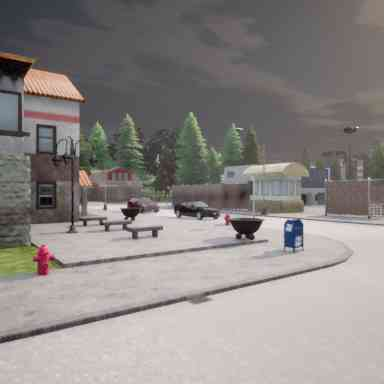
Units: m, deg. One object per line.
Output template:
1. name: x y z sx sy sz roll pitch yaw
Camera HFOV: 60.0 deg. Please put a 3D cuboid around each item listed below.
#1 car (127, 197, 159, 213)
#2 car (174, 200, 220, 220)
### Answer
1. car: -5.407 1.352 36.597 2.097 1.767 4.553 0 0 -35
2. car: 0.348 1.478 28.480 1.882 1.535 5.008 0 0 -35
